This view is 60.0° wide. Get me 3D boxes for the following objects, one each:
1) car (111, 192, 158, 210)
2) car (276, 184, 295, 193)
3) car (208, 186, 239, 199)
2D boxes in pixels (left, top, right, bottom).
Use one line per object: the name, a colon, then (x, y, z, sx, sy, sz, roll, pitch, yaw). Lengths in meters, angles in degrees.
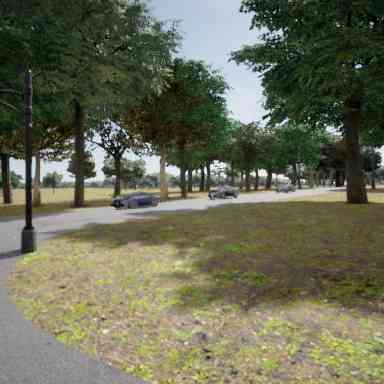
car: (-4.840, 0.685, 28.421, 1.994, 1.385, 4.181, -1, 2, 38)
car: (15.345, -0.625, 54.450, 2.128, 1.511, 4.902, -1, 2, 38)
car: (3.789, 0.060, 39.606, 2.128, 1.511, 4.902, -1, 2, 38)
